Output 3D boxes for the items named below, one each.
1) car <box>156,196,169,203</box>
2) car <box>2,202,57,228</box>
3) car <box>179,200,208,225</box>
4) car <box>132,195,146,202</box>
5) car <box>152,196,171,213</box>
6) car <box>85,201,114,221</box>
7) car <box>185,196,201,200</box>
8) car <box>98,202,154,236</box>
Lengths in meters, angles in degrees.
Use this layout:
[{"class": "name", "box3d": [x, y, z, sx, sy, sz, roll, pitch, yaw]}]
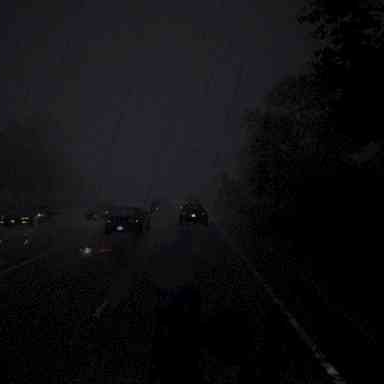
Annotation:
[{"class": "car", "box3d": [-6.095, 1.471, 68.972, 2.033, 1.411, 5.357, 0, 0, 3]}, {"class": "car", "box3d": [-10.601, 1.485, 22.083, 1.837, 1.490, 4.892, 0, 0, 0]}, {"class": "car", "box3d": [0.098, 1.543, 24.118, 1.994, 1.385, 4.181, 0, 0, 0]}, {"class": "car", "box3d": [-9.990, 1.419, 63.356, 1.882, 1.535, 5.008, 0, 0, 4]}, {"class": "car", "box3d": [-3.400, 1.473, 35.913, 1.837, 1.490, 4.892, 0, 0, 0]}, {"class": "car", "box3d": [-7.088, 1.502, 26.804, 1.812, 1.442, 4.674, 0, 0, 0]}, {"class": "car", "box3d": [0.116, 1.314, 41.904, 2.097, 1.767, 4.553, 0, 0, 0]}, {"class": "car", "box3d": [-3.400, 1.510, 18.044, 1.812, 1.442, 4.674, 0, 0, 0]}]
